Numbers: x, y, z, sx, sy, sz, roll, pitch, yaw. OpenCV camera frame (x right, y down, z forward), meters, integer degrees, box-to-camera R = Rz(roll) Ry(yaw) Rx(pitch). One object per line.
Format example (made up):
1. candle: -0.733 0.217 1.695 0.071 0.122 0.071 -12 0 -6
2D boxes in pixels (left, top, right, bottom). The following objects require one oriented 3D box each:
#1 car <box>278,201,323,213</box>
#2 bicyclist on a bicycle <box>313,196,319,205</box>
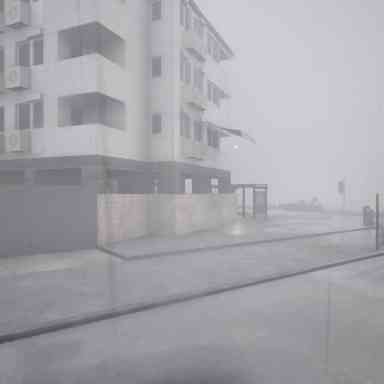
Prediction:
1. car: 11.741 1.601 36.407 1.895 1.301 4.718 0 0 -35
2. bicyclist on a bicycle: 14.709 1.349 39.571 1.656 1.620 0.582 0 0 -35
